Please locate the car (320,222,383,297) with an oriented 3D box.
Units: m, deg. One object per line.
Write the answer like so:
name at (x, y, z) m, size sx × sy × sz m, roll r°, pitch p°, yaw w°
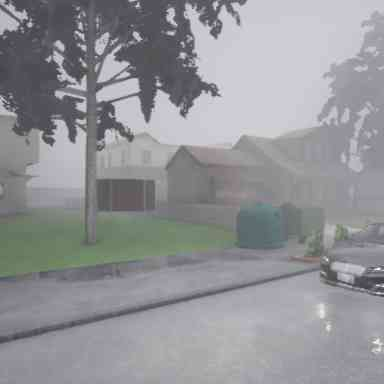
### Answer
car at (5.158, 1.504, 8.243) m, size 4.902 × 1.511 × 2.128 m, roll 0°, pitch 0°, yaw -35°
